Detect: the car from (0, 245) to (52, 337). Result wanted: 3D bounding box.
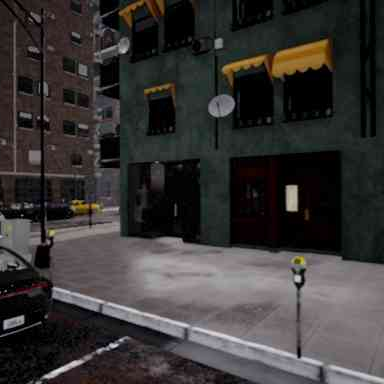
[{"bbox_3d":[-4.244,1.589,5.889,4.403,1.369,2.008,0,0,35],"label":"car"}]

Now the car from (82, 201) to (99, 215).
[{"bbox_3d":[-10.747,1.395,30.318,1.752,1.417,4.829,1,1,35],"label":"car"}]

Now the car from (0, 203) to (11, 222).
[{"bbox_3d":[-13.831,1.496,25.889,2.008,1.369,4.403,1,1,35],"label":"car"}]

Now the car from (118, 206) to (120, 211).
[{"bbox_3d":[-5.030,1.316,34.015,2.033,1.411,5.357,0,1,35],"label":"car"}]

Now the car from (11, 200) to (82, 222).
[{"bbox_3d":[-11.012,1.477,25.421,1.994,1.385,4.181,0,1,35],"label":"car"}]
